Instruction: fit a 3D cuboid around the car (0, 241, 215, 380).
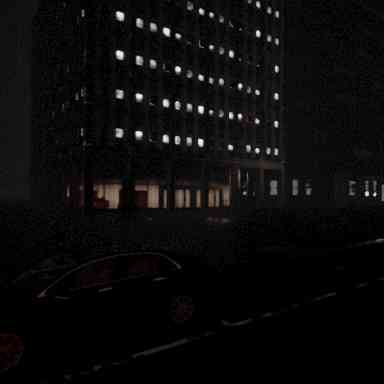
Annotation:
[{"bbox_3d":[-1.641,1.551,5.380,4.403,1.369,2.008,0,0,-36],"label":"car"}]
